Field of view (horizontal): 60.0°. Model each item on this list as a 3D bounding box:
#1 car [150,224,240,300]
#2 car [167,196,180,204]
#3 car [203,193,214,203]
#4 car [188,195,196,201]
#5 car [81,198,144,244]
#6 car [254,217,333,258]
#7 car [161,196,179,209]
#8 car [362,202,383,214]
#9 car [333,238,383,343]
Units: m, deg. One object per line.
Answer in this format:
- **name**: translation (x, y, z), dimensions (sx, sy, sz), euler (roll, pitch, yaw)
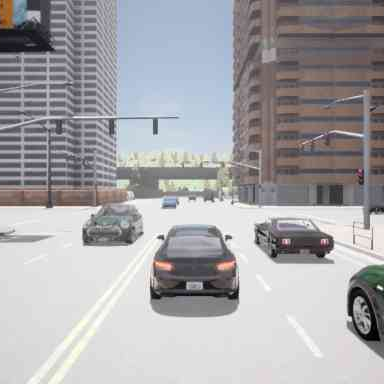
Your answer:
- **car**: translation (0.066, 1.526, 8.294), dimensions (1.812, 1.442, 4.674), euler (0, 0, 0)
- **car**: translation (-3.516, 1.492, 63.807), dimensions (2.128, 1.511, 4.902), euler (0, 0, 0)
- **car**: translation (3.553, 1.225, 72.000), dimensions (2.150, 2.045, 5.566), euler (0, 0, 0)
- **car**: translation (0.045, 1.425, 77.336), dimensions (1.837, 1.490, 4.892), euler (0, 0, 0)
- **car**: translation (-3.591, 1.352, 15.770), dimensions (2.097, 1.767, 4.553), euler (0, 0, 0)
- **car**: translation (3.610, 1.601, 12.745), dimensions (1.895, 1.301, 4.718), euler (0, 0, 1)
- **car**: translation (-3.126, 1.477, 44.554), dimensions (1.882, 1.535, 5.008), euler (0, 0, -6)
- **car**: translation (19.977, 1.601, 33.760), dimensions (4.718, 1.301, 1.895), euler (0, 0, 1)
- **car**: translation (3.602, 1.352, 3.660), dimensions (2.097, 1.767, 4.553), euler (0, 0, 0)
